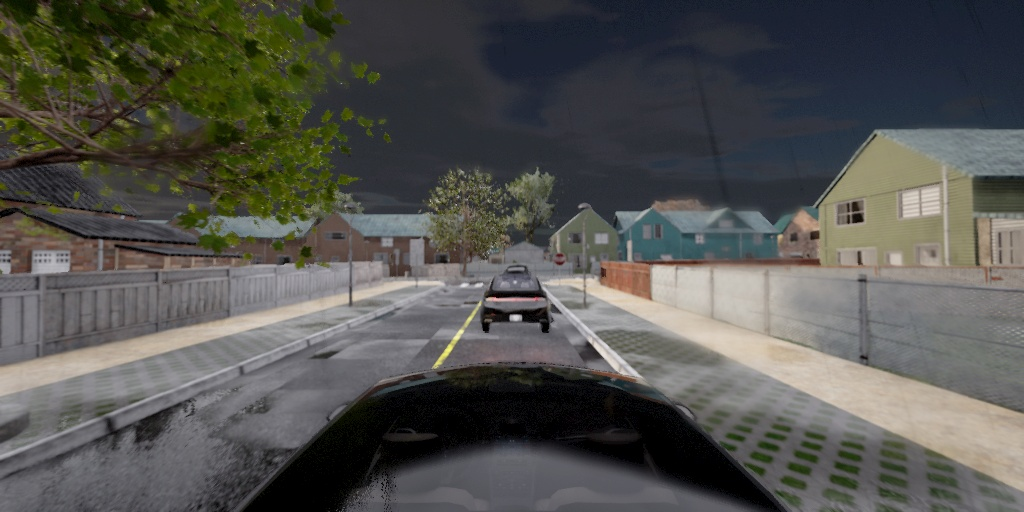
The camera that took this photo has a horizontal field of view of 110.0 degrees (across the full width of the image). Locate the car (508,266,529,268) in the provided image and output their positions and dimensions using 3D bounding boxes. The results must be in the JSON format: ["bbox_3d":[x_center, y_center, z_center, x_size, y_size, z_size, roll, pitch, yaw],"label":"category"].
[{"bbox_3d":[0.494,1.399,25.169,1.837,1.490,4.892,0,0,7],"label":"car"}]

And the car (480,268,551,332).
[{"bbox_3d":[0.096,1.297,11.054,2.128,1.511,4.902,0,0,0],"label":"car"}]
